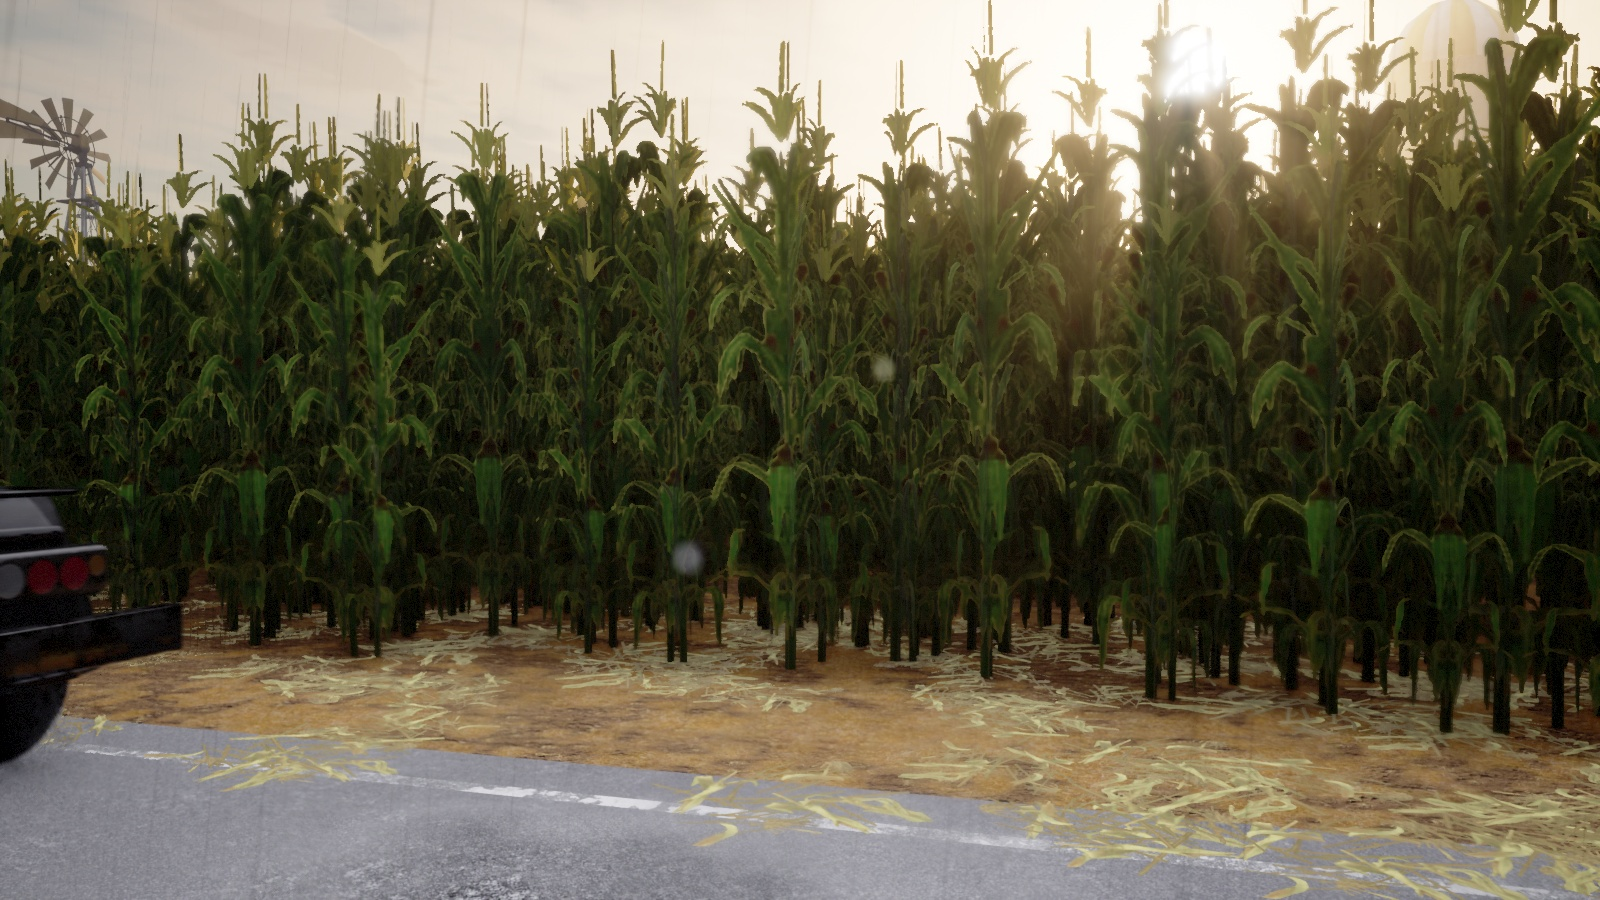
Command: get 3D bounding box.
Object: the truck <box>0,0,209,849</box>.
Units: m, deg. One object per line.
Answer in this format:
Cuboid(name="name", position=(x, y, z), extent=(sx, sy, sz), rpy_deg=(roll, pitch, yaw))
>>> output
Cuboid(name="truck", position=(-6.879, -0.270, 5.517), extent=(7.936, 3.462, 2.891), rpy_deg=(1, 1, 19))
